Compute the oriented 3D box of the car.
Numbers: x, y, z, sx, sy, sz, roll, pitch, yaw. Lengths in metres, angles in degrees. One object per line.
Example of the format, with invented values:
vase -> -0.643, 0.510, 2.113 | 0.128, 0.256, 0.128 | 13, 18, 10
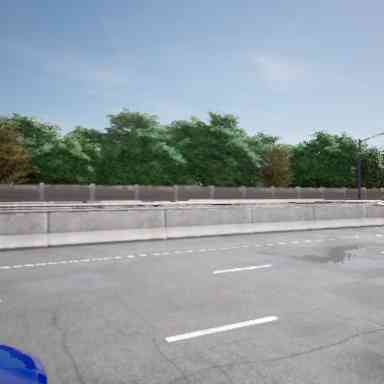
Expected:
car -> -3.232, 1.523, 1.667 | 4.674, 1.442, 1.812 | 0, 0, -26
